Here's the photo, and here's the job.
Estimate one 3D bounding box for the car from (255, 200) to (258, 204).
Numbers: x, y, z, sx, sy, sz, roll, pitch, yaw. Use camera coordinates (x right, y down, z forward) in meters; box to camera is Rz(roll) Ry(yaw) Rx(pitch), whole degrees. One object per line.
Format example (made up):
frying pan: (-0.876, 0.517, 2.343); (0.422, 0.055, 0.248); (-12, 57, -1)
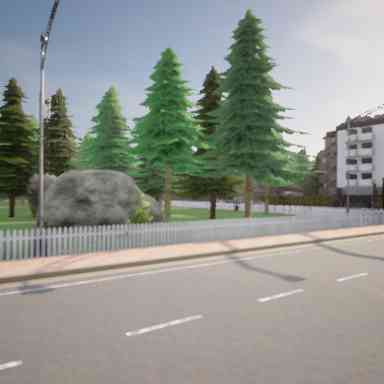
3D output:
car: (9.160, 1.980, 60.786); (1.837, 1.490, 4.892); (1, 0, -34)

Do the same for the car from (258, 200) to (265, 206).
car: (12.042, 2.115, 62.770); (1.895, 1.301, 4.718); (1, 0, -34)

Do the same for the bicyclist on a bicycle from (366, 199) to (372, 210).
bicyclist on a bicycle: (26.032, 1.852, 49.017); (1.656, 1.620, 0.582); (0, 0, -34)

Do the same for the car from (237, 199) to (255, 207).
car: (7.764, 1.913, 56.547); (1.882, 1.535, 5.008); (1, -1, -34)

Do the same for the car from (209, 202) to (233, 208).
car: (4.664, 1.922, 54.890); (1.812, 1.442, 4.674); (1, -1, -34)
